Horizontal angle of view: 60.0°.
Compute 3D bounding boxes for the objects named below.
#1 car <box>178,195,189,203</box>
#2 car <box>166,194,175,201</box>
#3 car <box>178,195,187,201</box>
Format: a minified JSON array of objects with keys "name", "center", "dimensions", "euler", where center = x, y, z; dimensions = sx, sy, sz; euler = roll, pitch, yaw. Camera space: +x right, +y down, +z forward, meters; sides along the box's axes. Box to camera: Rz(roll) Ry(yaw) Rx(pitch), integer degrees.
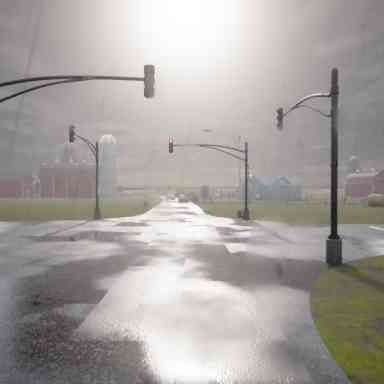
[{"name":"car","center":[-1.747,1.623,69.930],"dimensions":[1.895,1.301,4.718],"euler":[0,0,-3]},{"name":"car","center":[-4.735,1.182,73.929],"dimensions":[1.812,1.442,4.674],"euler":[0,0,-3]},{"name":"car","center":[-2.361,1.463,79.914],"dimensions":[1.837,1.490,4.892],"euler":[0,0,-4]}]
